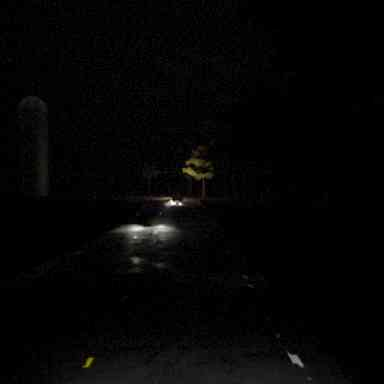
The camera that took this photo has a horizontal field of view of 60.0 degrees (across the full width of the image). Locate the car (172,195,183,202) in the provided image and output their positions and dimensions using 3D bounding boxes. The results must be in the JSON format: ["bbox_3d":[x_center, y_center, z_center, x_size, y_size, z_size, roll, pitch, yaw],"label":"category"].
[{"bbox_3d":[-2.853,1.263,65.446,2.128,1.511,4.902,0,0,0],"label":"car"}]

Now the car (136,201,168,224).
[{"bbox_3d":[-2.859,1.388,24.372,1.882,1.535,5.008,0,0,0],"label":"car"}]
